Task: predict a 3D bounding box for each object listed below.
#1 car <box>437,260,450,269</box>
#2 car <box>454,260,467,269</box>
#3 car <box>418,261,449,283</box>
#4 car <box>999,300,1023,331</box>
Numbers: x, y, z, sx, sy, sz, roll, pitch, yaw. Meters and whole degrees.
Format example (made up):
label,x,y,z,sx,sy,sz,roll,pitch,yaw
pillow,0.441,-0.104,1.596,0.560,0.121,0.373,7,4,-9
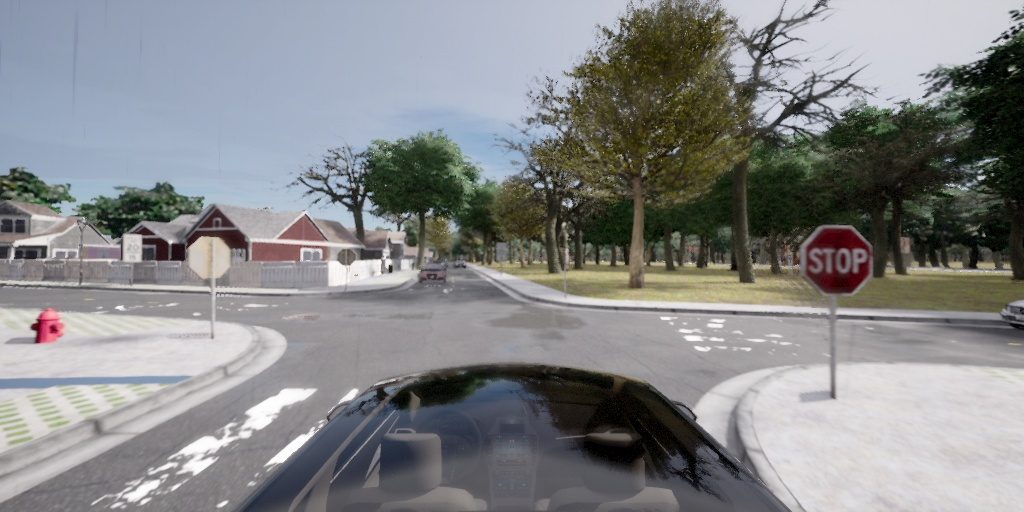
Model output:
label,x,y,z,sx,sy,sz,roll,pitch,yaw
car,-11.743,1.394,61.590,2.033,1.411,5.357,0,0,-10
car,-8.406,1.429,58.446,1.895,1.301,4.718,0,0,-10
car,-5.973,1.281,27.267,1.994,1.385,4.181,0,0,-10
car,15.809,1.393,8.993,4.674,1.442,1.812,0,-1,13
